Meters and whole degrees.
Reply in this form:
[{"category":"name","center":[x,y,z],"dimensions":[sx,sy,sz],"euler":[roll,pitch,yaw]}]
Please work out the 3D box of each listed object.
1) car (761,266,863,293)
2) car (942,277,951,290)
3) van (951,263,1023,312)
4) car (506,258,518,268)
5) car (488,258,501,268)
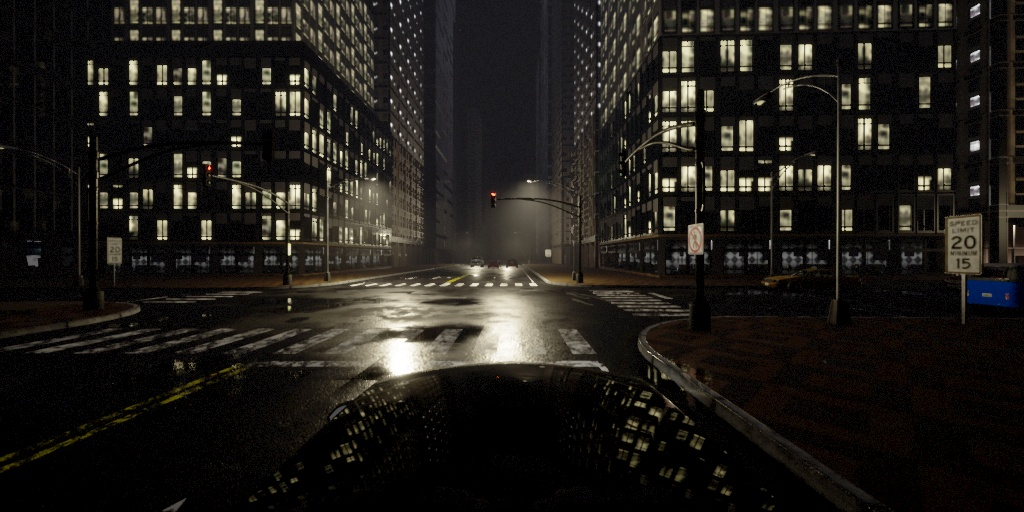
[{"category":"car","center":[17.091,1.294,20.572],"dimensions":[4.829,1.417,1.751],"euler":[0,0,2]},{"category":"car","center":[26.925,1.357,20.085],"dimensions":[4.207,1.307,1.802],"euler":[0,0,2]},{"category":"van","center":[18.360,1.120,12.400],"dimensions":[3.998,1.789,1.690],"euler":[0,0,2]},{"category":"car","center":[0.011,1.217,63.545],"dimensions":[2.097,1.767,4.553],"euler":[0,0,0]},{"category":"car","center":[-3.239,1.464,63.189],"dimensions":[1.895,1.301,4.718],"euler":[0,0,0]}]
